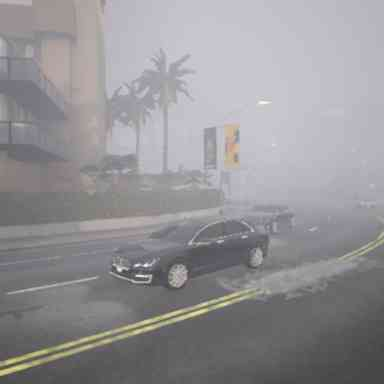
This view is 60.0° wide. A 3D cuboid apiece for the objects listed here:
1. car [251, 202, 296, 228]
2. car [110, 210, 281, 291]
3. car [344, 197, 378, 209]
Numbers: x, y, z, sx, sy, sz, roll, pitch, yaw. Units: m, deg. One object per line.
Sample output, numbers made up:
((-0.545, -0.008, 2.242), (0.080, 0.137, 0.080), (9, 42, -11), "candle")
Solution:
((4.285, 1.343, 18.444), (1.837, 1.490, 4.892), (0, 1, 35), "car")
((0.179, 1.451, 9.062), (4.892, 1.490, 1.837), (-1, 1, -42), "car")
((18.252, 1.154, 36.196), (1.895, 1.301, 4.718), (-1, 0, 6), "car")
